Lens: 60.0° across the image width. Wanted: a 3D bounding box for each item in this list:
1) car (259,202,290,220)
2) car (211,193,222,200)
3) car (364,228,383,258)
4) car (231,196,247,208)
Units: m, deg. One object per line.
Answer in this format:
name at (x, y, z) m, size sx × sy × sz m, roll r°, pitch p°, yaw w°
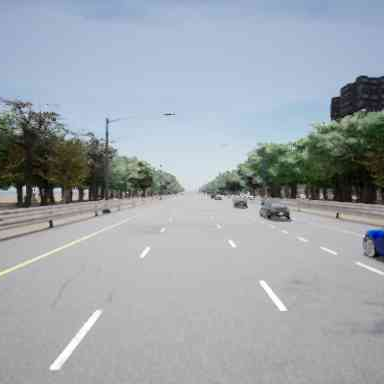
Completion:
car at (7.017, 1.553, 28.403) m, size 1.812 × 1.442 × 4.674 m, roll 0°, pitch 0°, yaw 0°
car at (7.277, 1.624, 93.593) m, size 2.033 × 1.411 × 5.357 m, roll 0°, pitch 0°, yaw 0°
car at (6.999, 1.498, 9.767) m, size 1.882 × 1.535 × 5.008 m, roll 0°, pitch 0°, yaw 0°
car at (7.083, 1.568, 49.575) m, size 1.812 × 1.442 × 4.674 m, roll 0°, pitch 0°, yaw 0°
